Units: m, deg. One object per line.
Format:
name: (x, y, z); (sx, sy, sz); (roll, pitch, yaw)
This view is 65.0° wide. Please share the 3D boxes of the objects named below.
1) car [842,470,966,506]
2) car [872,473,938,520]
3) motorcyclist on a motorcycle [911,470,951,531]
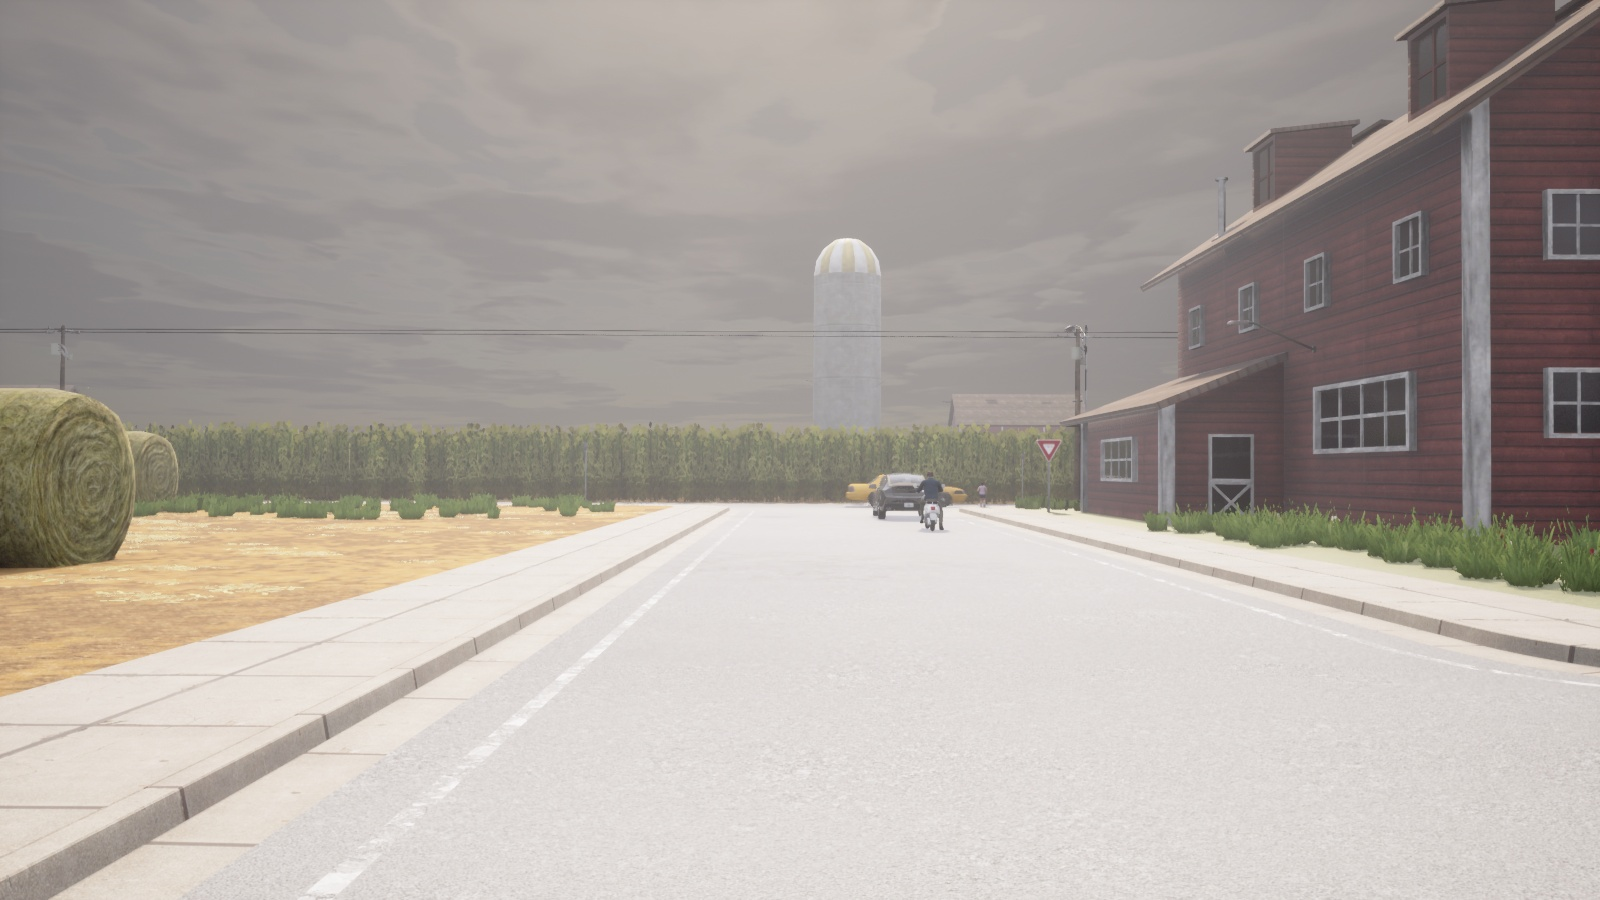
car: (4.586, 1.694, 55.876); (5.366, 1.575, 1.801); (0, -1, 1)
car: (3.489, 1.522, 42.494); (1.837, 1.490, 4.892); (0, -1, 0)
motorcyclist on a motorcycle: (3.492, 1.322, 33.611); (0.866, 1.590, 1.817); (0, -1, 0)
